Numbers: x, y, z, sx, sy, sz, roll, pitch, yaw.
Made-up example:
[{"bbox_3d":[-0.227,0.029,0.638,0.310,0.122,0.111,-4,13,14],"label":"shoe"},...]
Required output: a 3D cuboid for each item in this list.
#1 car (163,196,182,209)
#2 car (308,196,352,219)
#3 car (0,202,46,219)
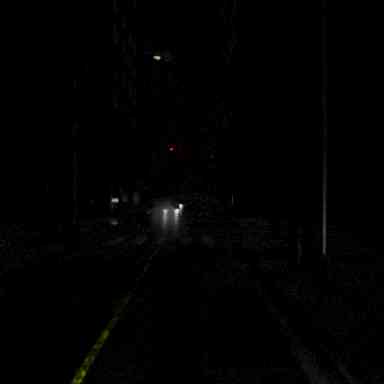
[{"bbox_3d":[-2.758,1.455,45.380,1.837,1.490,4.892,0,0,0],"label":"car"},{"bbox_3d":[12.394,1.260,27.715,5.009,1.841,2.192,0,0,0],"label":"car"},{"bbox_3d":[-14.488,1.534,27.798,4.313,1.339,1.947,0,0,0],"label":"car"}]
